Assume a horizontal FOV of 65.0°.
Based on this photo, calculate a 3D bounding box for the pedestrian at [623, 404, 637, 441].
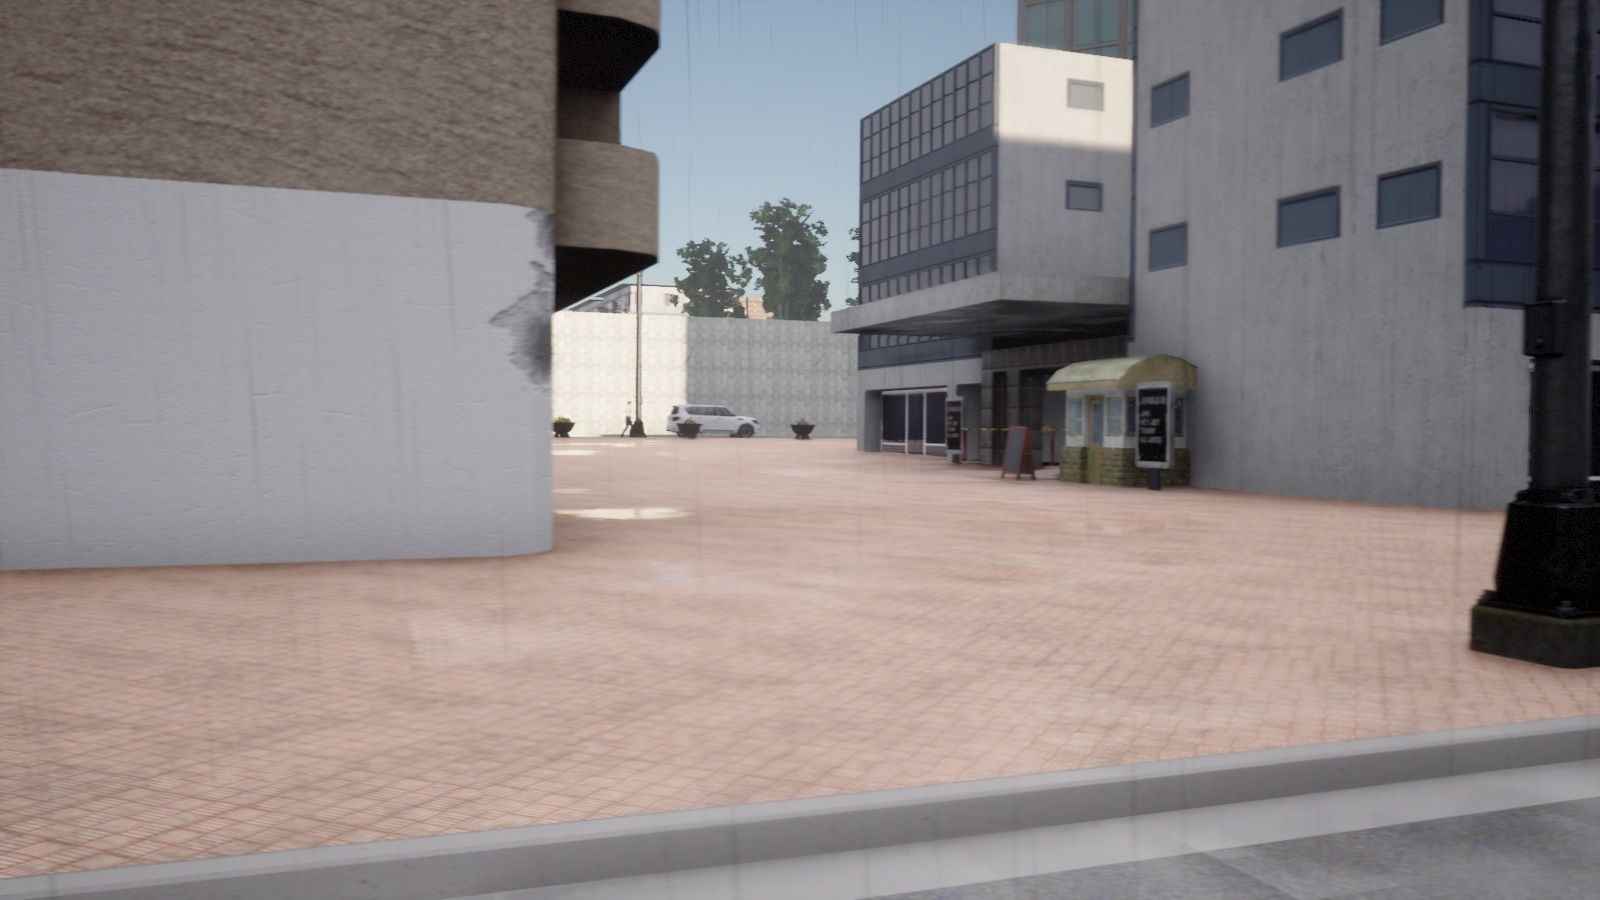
[{"bbox_3d":[-8.360,-1.344,61.827,0.594,1.836,0.345,-1,1,12],"label":"pedestrian"}]

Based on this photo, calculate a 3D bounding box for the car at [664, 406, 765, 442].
[{"bbox_3d":[-5.069,-1.544,74.470,5.566,2.045,2.150,-1,1,-19],"label":"car"}]
